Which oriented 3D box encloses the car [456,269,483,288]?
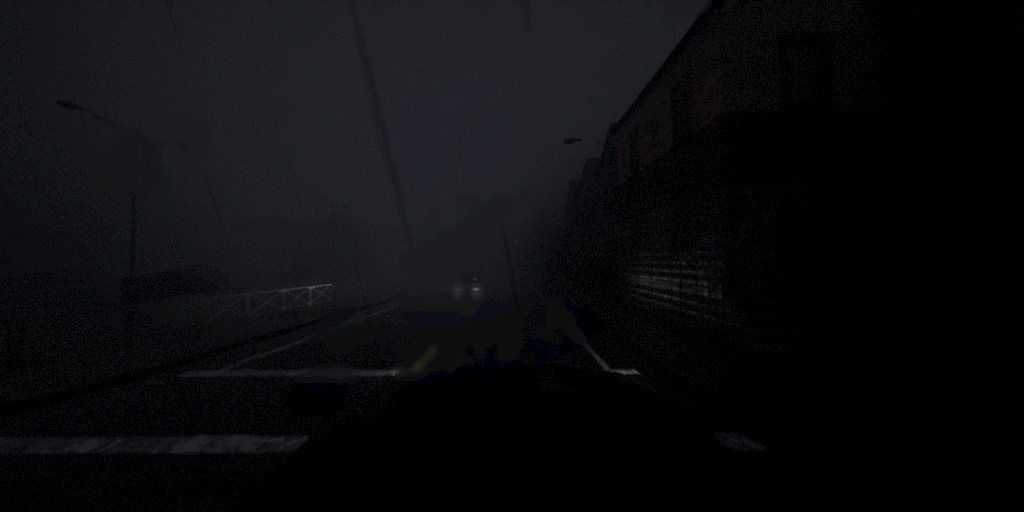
[{"bbox_3d":[-3.490,1.857,30.000,1.812,1.442,4.674,0,-1,0],"label":"car"}]
